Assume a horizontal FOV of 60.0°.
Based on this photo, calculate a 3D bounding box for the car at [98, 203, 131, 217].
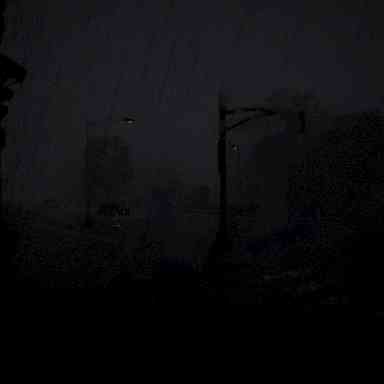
[{"bbox_3d":[-8.087,1.811,34.600,1.994,1.385,4.181,-1,0,-41],"label":"car"}]

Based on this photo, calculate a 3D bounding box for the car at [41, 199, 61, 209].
[{"bbox_3d":[-21.247,1.823,49.852,1.812,1.442,4.674,-1,0,-40],"label":"car"}]
